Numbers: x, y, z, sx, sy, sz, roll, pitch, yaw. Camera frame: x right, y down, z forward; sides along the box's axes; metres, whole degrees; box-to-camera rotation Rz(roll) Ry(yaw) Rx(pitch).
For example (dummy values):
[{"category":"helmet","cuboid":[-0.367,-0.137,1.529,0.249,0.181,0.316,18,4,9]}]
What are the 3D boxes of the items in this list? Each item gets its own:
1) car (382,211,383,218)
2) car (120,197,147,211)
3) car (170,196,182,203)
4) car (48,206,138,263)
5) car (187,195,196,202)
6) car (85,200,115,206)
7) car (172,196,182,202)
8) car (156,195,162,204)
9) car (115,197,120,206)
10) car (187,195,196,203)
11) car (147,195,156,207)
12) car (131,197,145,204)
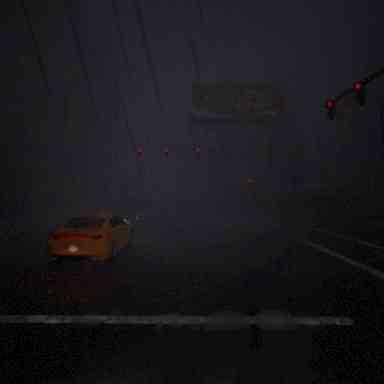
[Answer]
[{"category":"car","cuboid":[16.801,1.239,23.863,5.566,2.045,2.150,0,0,0]},{"category":"car","cuboid":[-7.119,1.509,41.073,1.882,1.535,5.008,0,0,0]},{"category":"car","cuboid":[-3.562,1.576,70.503,2.128,1.511,4.902,0,0,0]},{"category":"car","cuboid":[-3.412,1.487,12.032,1.882,1.535,5.008,0,0,0]},{"category":"car","cuboid":[-0.070,1.533,79.311,2.128,1.511,4.902,0,0,0]},{"category":"car","cuboid":[-10.640,1.630,38.060,1.895,1.301,4.718,0,0,1]},{"category":"car","cuboid":[-3.570,1.560,79.306,1.994,1.385,4.181,0,0,-6]},{"category":"car","cuboid":[-7.076,1.404,65.842,2.097,1.767,4.553,0,0,0]},{"category":"car","cuboid":[-10.622,1.517,50.639,1.882,1.535,5.008,0,1,0]},{"category":"car","cuboid":[-0.062,1.646,70.274,1.895,1.301,4.718,0,0,0]},{"category":"car","cuboid":[-7.124,1.518,51.283,1.882,1.535,5.008,0,0,0]},{"category":"car","cuboid":[-10.575,1.651,65.384,1.895,1.301,4.718,0,0,0]}]
